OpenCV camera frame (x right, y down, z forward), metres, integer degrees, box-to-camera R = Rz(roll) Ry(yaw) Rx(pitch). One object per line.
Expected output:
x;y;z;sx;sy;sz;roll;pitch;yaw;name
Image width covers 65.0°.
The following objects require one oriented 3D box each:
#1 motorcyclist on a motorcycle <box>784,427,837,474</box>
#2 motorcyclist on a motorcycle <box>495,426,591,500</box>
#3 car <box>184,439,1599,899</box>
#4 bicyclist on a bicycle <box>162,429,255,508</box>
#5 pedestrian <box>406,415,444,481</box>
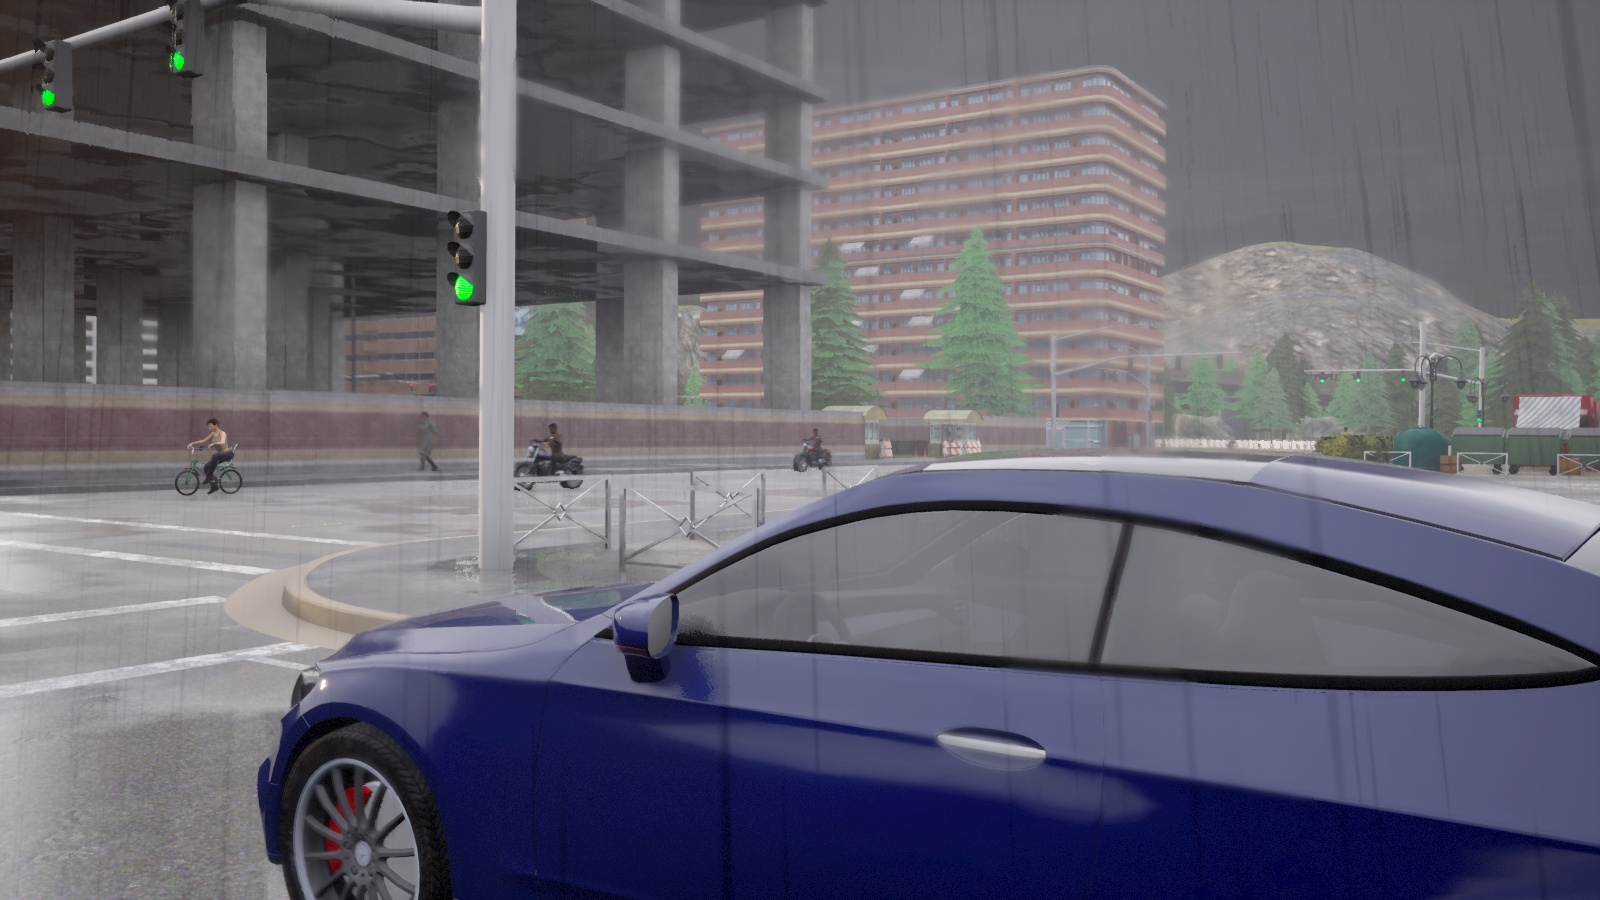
0.411;-0.002;45.772;0.766;1.649;2.350;0;1;33;motorcyclist on a motorcycle
-6.032;0.276;29.640;0.766;1.649;2.350;0;1;33;motorcyclist on a motorcycle
0.620;0.708;3.212;4.674;1.442;1.812;0;1;34;car
-12.388;0.365;26.348;0.866;1.612;1.509;0;1;34;bicyclist on a bicycle
-11.294;-0.077;37.833;0.659;1.952;0.873;0;1;33;pedestrian
